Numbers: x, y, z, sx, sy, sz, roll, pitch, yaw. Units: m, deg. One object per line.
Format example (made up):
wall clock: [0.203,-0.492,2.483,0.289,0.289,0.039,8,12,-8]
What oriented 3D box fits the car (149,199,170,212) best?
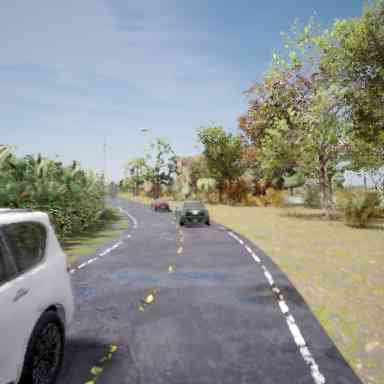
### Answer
car: [-3.906,1.575,40.089,1.812,1.442,4.674,0,0,-16]

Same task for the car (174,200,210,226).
car: [-0.115,1.414,24.363,2.097,1.767,4.553,0,0,-9]

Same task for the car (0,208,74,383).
car: [-2.683,1.203,2.175,2.150,2.045,5.566,0,0,2]
